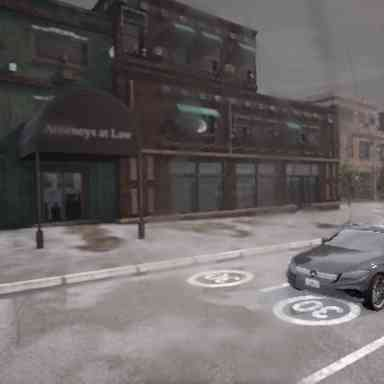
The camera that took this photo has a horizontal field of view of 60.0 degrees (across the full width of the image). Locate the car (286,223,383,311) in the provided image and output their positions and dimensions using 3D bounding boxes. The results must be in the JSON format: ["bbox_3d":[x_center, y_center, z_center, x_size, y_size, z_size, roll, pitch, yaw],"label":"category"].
[{"bbox_3d":[4.250,1.509,7.832,4.674,1.442,1.812,0,0,-35],"label":"car"}]
